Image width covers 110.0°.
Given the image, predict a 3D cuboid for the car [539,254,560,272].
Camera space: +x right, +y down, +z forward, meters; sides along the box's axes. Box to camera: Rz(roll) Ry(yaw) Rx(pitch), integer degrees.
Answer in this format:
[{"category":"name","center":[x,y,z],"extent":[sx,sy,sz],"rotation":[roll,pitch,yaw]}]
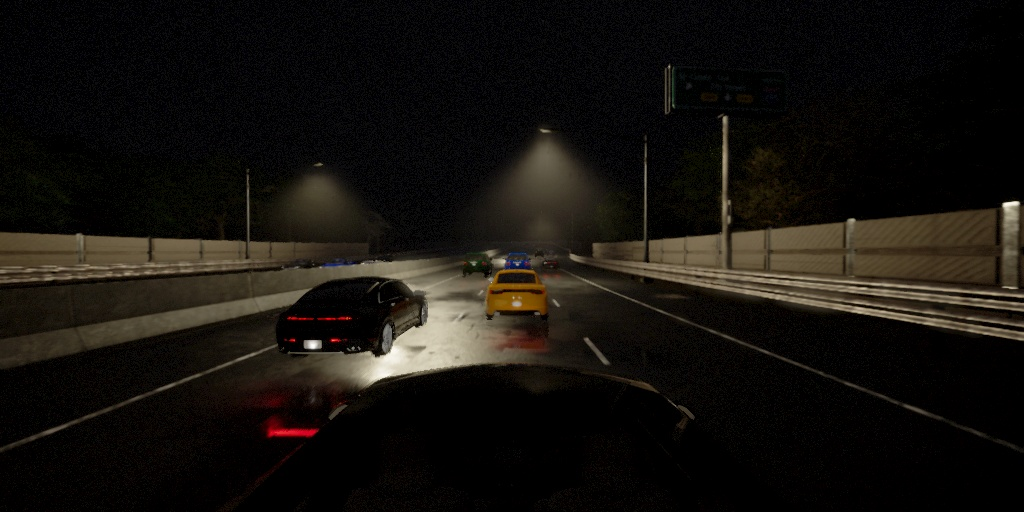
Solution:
[{"category":"car","center":[4.104,0.859,38.854],"extent":[2.128,1.511,4.902],"rotation":[0,1,2]}]

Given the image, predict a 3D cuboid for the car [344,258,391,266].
[{"category":"car","center":[-13.625,1.118,34.139],"extent":[1.895,1.301,4.718],"rotation":[0,1,2]}]

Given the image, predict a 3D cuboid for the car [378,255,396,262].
[{"category":"car","center":[-19.731,0.586,56.253],"extent":[1.837,1.490,4.892],"rotation":[0,1,3]}]

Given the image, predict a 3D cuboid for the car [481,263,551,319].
[{"category":"car","center":[0.169,1.201,12.670],"extent":[1.882,1.535,5.008],"rotation":[0,0,1]}]

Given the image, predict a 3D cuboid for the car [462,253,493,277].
[{"category":"car","center":[-2.992,0.768,31.662],"extent":[2.150,2.045,5.566],"rotation":[0,1,1]}]

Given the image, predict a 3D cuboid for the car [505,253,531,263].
[{"category":"car","center":[0.513,0.767,31.799],"extent":[2.150,2.045,5.566],"rotation":[0,1,2]}]

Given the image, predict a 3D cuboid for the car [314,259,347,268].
[{"category":"car","center":[-17.084,1.026,35.457],"extent":[1.812,1.442,4.674],"rotation":[0,1,2]}]

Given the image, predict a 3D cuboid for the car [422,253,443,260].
[{"category":"car","center":[-12.744,0.647,55.945],"extent":[1.994,1.385,4.181],"rotation":[0,1,3]}]

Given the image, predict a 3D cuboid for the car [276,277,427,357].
[{"category":"car","center":[-3.365,1.244,8.500],"extent":[1.837,1.490,4.892],"rotation":[0,0,0]}]

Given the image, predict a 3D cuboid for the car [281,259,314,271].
[{"category":"car","center":[-20.584,1.027,35.366],"extent":[1.812,1.442,4.674],"rotation":[0,1,2]}]
